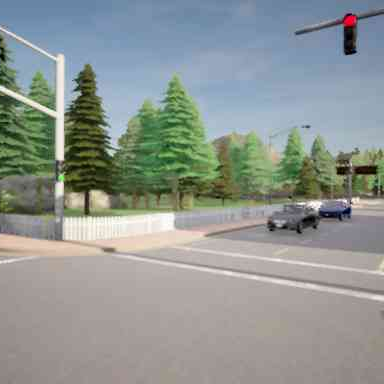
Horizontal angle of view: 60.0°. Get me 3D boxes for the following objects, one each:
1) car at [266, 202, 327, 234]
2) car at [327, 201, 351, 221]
[{"bbox_3d":[5.959,1.487,19.380,2.128,1.511,4.902,0,0,36],"label":"car"},{"bbox_3d":[11.814,1.489,27.573,1.882,1.535,5.008,0,0,36],"label":"car"}]
